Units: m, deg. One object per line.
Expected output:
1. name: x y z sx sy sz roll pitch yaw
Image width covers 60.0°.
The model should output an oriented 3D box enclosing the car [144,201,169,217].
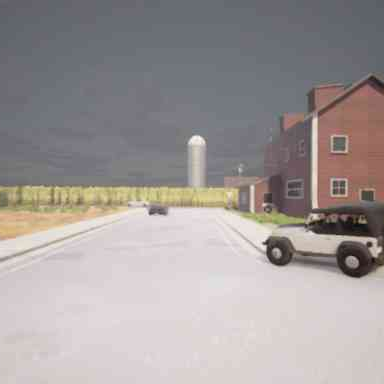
1. car: -3.579 1.926 35.957 1.895 1.301 4.718 1 -1 0

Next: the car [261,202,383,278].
1. car: 4.165 1.293 10.133 1.905 1.878 3.866 -7 3 -42

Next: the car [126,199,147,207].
1. car: -9.917 2.066 61.560 4.674 1.442 1.812 1 -1 1
